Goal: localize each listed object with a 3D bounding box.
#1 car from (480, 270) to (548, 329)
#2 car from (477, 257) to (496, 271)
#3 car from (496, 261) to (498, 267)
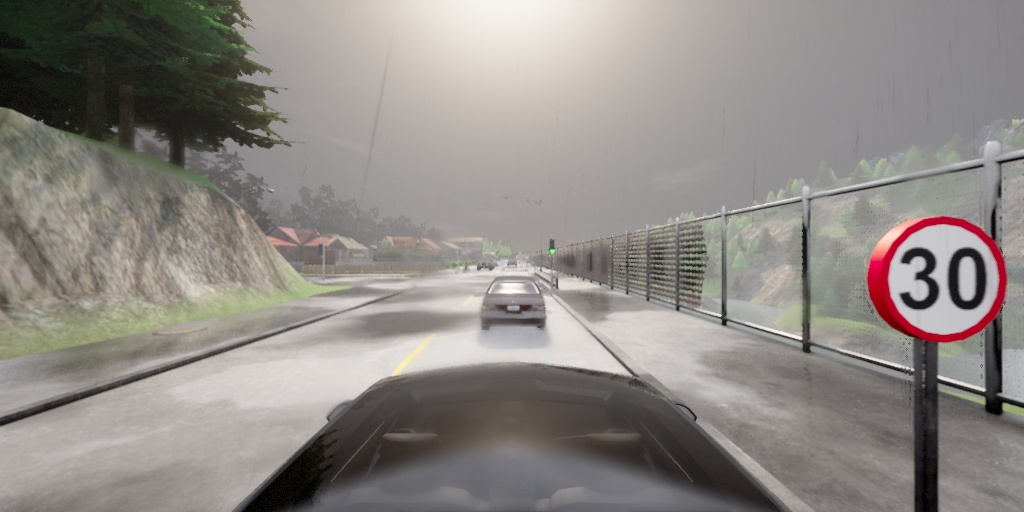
[{"bbox_3d":[0.057,1.335,11.335,2.033,1.411,5.357,0,0,0],"label":"car"},{"bbox_3d":[-4.060,1.178,54.513,2.150,2.045,5.566,0,0,0],"label":"car"},{"bbox_3d":[-4.017,1.545,64.754,2.033,1.411,5.357,0,0,0],"label":"car"}]
